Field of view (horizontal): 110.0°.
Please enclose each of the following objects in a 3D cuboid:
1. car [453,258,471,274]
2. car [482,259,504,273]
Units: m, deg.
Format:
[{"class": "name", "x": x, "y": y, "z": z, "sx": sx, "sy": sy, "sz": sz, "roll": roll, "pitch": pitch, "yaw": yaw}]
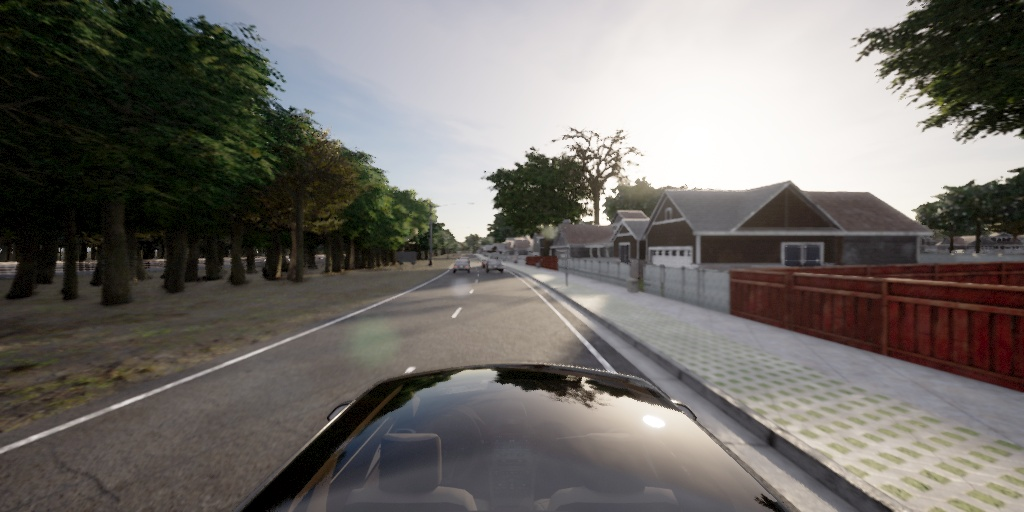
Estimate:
[{"class": "car", "x": -5.427, "y": 1.124, "z": 38.934, "sx": 2.033, "sy": 1.411, "sz": 5.357, "roll": 0, "pitch": 0, "yaw": -6}, {"class": "car", "x": -1.955, "y": 1.112, "z": 39.393, "sx": 2.033, "sy": 1.411, "sz": 5.357, "roll": 0, "pitch": 0, "yaw": -6}]
